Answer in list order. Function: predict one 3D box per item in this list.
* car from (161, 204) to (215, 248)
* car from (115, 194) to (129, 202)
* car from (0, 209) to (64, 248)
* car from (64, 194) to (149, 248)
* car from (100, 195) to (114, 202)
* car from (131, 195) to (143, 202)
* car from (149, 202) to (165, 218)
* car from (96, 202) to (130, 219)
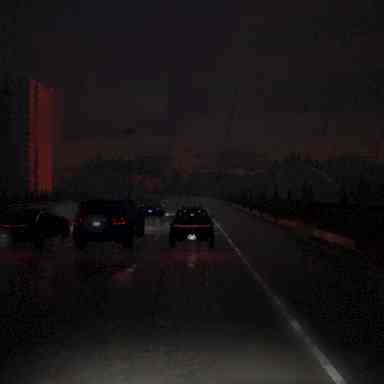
[{"bbox_3d":[0.000,1.495,14.851,2.128,1.511,4.902,0,0,0],"label":"car"},{"bbox_3d":[-16.317,1.300,77.821,2.097,1.767,4.553,0,0,2],"label":"car"},{"bbox_3d":[-7.000,1.495,14.851,2.128,1.511,4.902,0,0,0],"label":"car"},{"bbox_3d":[-3.500,1.258,14.881,2.150,2.045,5.566,0,0,0],"label":"car"},{"bbox_3d":[-19.817,1.423,77.892,1.882,1.535,5.008,0,0,2],"label":"car"},{"bbox_3d":[-12.820,1.445,77.690,1.837,1.490,4.892,0,0,2],"label":"car"},{"bbox_3d":[-3.500,1.572,29.847,1.994,1.385,4.181,0,0,0],"label":"car"},{"bbox_3d":[-7.000,1.616,29.880,1.895,1.301,4.718,0,0,0],"label":"car"}]
